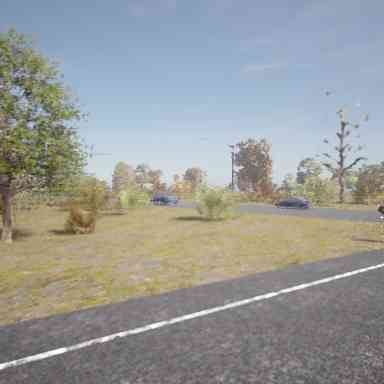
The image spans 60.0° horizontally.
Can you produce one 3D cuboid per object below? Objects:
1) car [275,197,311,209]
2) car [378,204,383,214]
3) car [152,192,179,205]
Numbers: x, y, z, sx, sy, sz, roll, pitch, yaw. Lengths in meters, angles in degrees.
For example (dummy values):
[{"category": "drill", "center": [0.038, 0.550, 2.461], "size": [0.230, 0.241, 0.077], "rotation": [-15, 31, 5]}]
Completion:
[{"category": "car", "center": [12.743, 1.373, 42.043], "size": [1.812, 1.442, 4.674], "rotation": [0, 0, -37]}, {"category": "car", "center": [20.434, 1.437, 31.916], "size": [1.812, 1.442, 4.674], "rotation": [0, 0, -37]}, {"category": "car", "center": [-4.315, 1.000, 52.919], "size": [2.150, 2.045, 5.566], "rotation": [0, 0, -37]}]
